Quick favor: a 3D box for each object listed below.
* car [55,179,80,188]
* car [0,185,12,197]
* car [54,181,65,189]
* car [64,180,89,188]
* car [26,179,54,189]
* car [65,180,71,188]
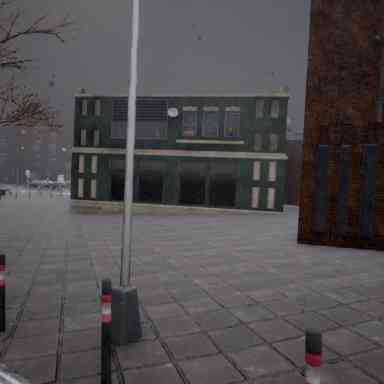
[{"bbox_3d":[-26.354,-1.774,70.518,4.553,1.767,2.185,3,3,20],"label":"car"},{"bbox_3d":[-23.037,-0.190,38.470,2.128,1.511,4.902,3,2,10],"label":"car"},{"bbox_3d":[-28.262,-1.508,65.350,5.008,1.535,2.097,3,2,20],"label":"car"},{"bbox_3d":[-25.458,-1.723,73.134,4.892,1.521,2.231,3,3,20],"label":"car"},{"bbox_3d":[-29.158,-1.565,62.734,4.553,1.767,2.185,3,2,20],"label":"car"},{"bbox_3d":[-27.322,-1.539,67.941,4.674,1.452,2.002,3,3,20],"label":"car"}]
